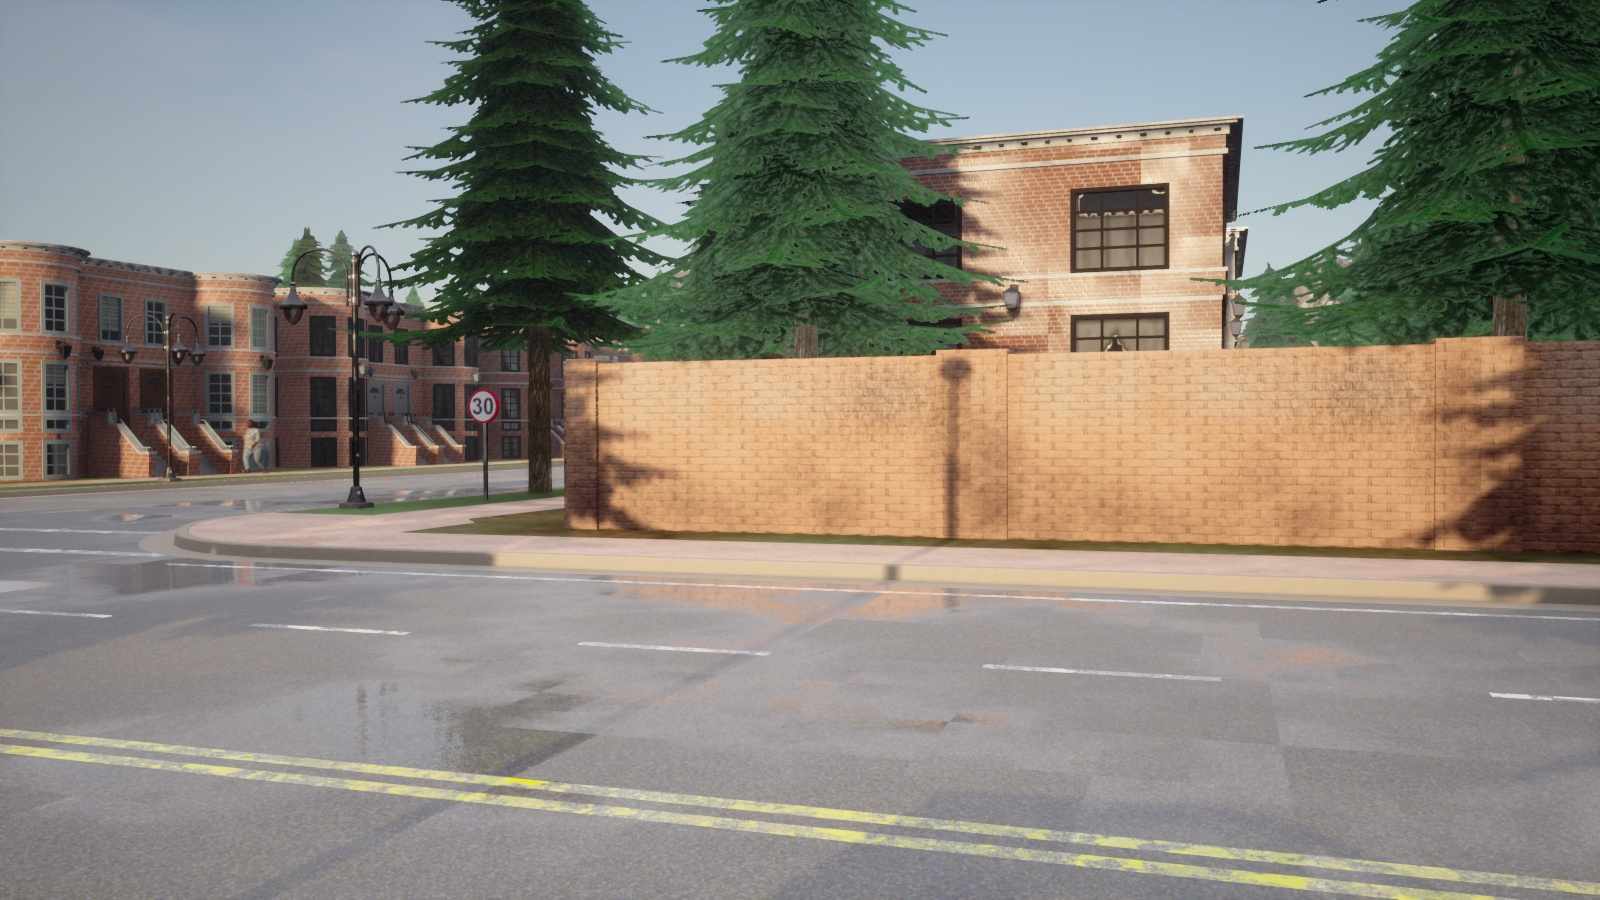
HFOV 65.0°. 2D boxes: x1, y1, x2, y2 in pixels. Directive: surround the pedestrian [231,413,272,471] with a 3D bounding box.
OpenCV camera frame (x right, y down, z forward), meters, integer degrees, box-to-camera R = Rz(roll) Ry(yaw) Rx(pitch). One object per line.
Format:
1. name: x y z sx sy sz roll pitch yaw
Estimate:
1. pedestrian: -17.962 -0.271 41.132 0.874 1.855 0.900 1 1 20
